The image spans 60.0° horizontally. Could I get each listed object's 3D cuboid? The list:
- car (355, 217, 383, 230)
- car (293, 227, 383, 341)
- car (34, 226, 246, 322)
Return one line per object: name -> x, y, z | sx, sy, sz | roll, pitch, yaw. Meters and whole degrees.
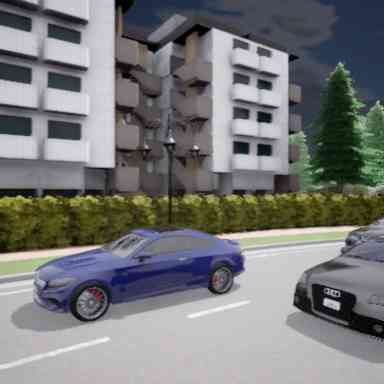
car -> 7.828, 1.508, 12.181 | 4.674, 1.442, 1.812 | 0, 0, -23
car -> 3.895, 1.556, 6.176 | 4.181, 1.385, 1.994 | 0, 0, -30
car -> -0.894, 1.526, 7.307 | 4.674, 1.442, 1.812 | 0, 0, -33
